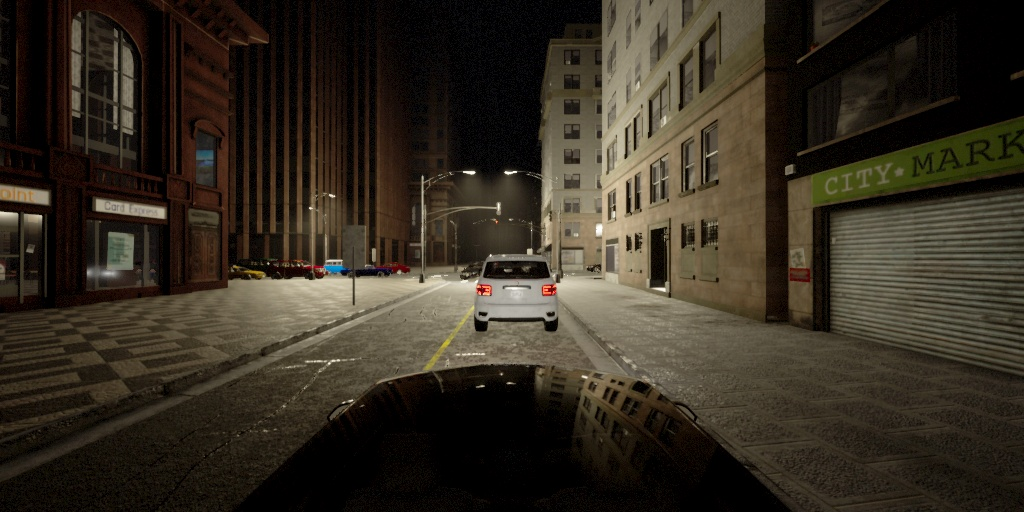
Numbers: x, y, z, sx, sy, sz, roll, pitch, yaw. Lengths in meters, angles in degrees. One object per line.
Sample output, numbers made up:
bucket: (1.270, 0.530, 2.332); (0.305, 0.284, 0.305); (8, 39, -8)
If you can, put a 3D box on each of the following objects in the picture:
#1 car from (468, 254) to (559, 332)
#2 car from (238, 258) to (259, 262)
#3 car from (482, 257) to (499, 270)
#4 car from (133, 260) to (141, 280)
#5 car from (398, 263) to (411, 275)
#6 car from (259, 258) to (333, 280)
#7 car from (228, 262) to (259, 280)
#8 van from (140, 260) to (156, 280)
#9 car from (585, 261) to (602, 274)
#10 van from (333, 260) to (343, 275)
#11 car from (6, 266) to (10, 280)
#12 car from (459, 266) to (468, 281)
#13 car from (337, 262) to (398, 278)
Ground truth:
car: (0.100, 0.974, 11.046); (2.150, 2.045, 5.566); (0, 0, 0)
car: (-24.110, 1.247, 35.314); (5.566, 2.045, 2.150); (-1, 0, -1)
car: (-3.111, 1.097, 51.765); (2.097, 1.767, 4.553); (0, 0, 1)
car: (-34.466, 1.372, 35.370); (5.566, 2.045, 2.150); (-1, 0, 0)
car: (-13.976, 1.477, 41.239); (4.507, 1.381, 1.888); (0, 0, 0)
car: (-19.621, 1.273, 32.733); (5.009, 1.841, 2.192); (0, 0, 0)
car: (-25.076, 1.552, 32.753); (4.829, 1.417, 1.751); (0, 0, 0)
van: (-30.870, 1.435, 32.774); (3.998, 1.789, 1.690); (0, 0, 0)
car: (10.319, 1.118, 38.287); (4.902, 1.511, 2.128); (-1, 0, -4)
van: (-19.600, 1.340, 41.259); (3.998, 1.789, 1.690); (0, 0, 0)
car: (-47.742, 1.849, 32.834); (4.403, 1.370, 2.007); (0, 0, 0)
car: (-2.762, 1.253, 29.766); (1.837, 1.490, 4.892); (-3, -1, 17)
car: (-14.145, 1.506, 35.285); (4.718, 1.301, 1.895); (-1, 0, 0)
